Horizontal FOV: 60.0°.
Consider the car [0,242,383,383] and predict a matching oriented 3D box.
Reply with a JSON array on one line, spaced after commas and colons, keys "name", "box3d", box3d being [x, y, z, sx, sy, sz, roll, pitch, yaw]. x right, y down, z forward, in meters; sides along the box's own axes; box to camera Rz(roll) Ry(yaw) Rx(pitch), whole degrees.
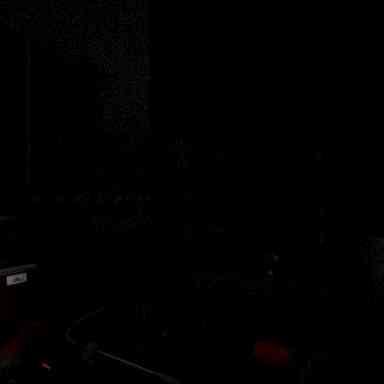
[{"name": "car", "box3d": [0.010, 1.440, 2.953, 4.097, 1.590, 1.967, 0, 0, 35]}]

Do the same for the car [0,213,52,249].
[{"name": "car", "box3d": [-4.423, 1.315, 6.102, 5.009, 1.841, 2.192, 0, 0, 35]}]
